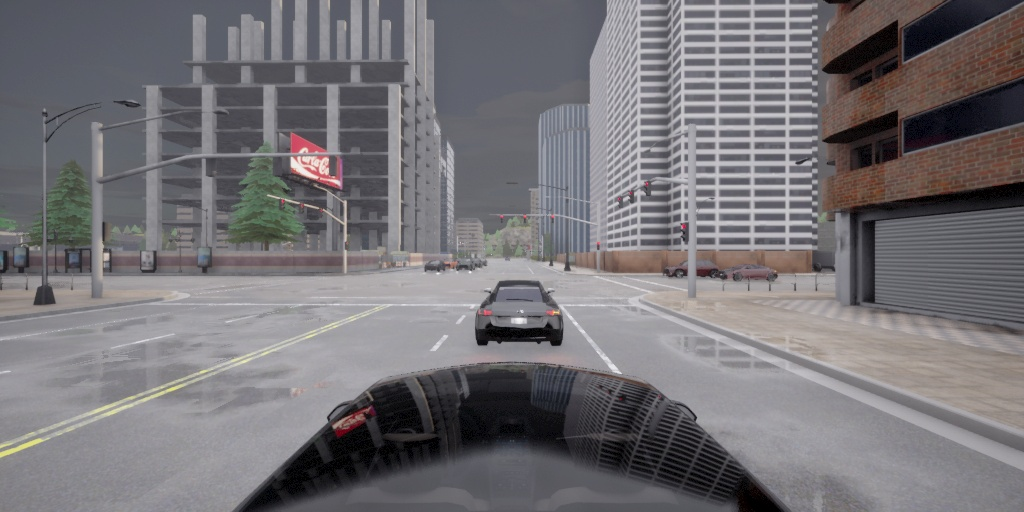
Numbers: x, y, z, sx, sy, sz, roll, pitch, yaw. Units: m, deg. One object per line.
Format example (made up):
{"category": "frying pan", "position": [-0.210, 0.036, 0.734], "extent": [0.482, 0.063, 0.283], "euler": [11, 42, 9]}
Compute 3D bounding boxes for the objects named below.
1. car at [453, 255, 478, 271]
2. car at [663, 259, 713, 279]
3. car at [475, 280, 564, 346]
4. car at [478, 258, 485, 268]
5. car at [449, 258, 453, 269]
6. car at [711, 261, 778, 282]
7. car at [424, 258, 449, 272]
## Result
{"category": "car", "position": [-6.262, 1.101, 48.838], "extent": [2.097, 1.767, 4.553], "euler": [0, 0, 1]}
{"category": "car", "position": [16.083, 1.101, 32.344], "extent": [4.553, 1.767, 2.097], "euler": [0, 0, 1]}
{"category": "car", "position": [0.193, 1.314, 9.444], "extent": [1.994, 1.385, 4.181], "euler": [0, 0, 1]}
{"category": "car", "position": [-6.067, 1.101, 59.022], "extent": [2.097, 1.767, 4.553], "euler": [0, 0, 1]}
{"category": "car", "position": [-9.650, 1.101, 55.016], "extent": [2.097, 1.767, 4.553], "euler": [0, 0, 1]}
{"category": "car", "position": [18.807, 1.313, 28.809], "extent": [4.181, 1.385, 1.994], "euler": [0, 0, 1]}
{"category": "car", "position": [-9.819, 1.227, 45.985], "extent": [1.882, 1.535, 5.008], "euler": [0, 0, 1]}
